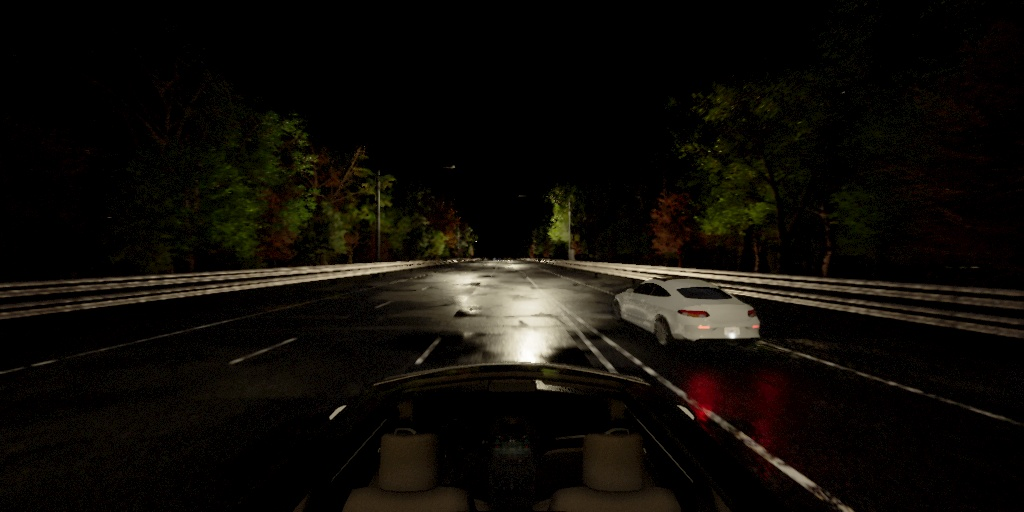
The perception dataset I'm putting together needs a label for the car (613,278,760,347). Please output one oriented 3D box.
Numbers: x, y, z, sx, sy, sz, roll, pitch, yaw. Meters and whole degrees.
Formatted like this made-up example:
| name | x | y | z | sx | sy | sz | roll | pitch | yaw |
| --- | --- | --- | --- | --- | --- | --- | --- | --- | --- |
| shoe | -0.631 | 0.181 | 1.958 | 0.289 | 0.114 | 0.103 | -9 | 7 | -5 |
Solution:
| name | x | y | z | sx | sy | sz | roll | pitch | yaw |
| --- | --- | --- | --- | --- | --- | --- | --- | --- | --- |
| car | 4.103 | 1.279 | 9.191 | 1.812 | 1.442 | 4.674 | 0 | 0 | -3 |
